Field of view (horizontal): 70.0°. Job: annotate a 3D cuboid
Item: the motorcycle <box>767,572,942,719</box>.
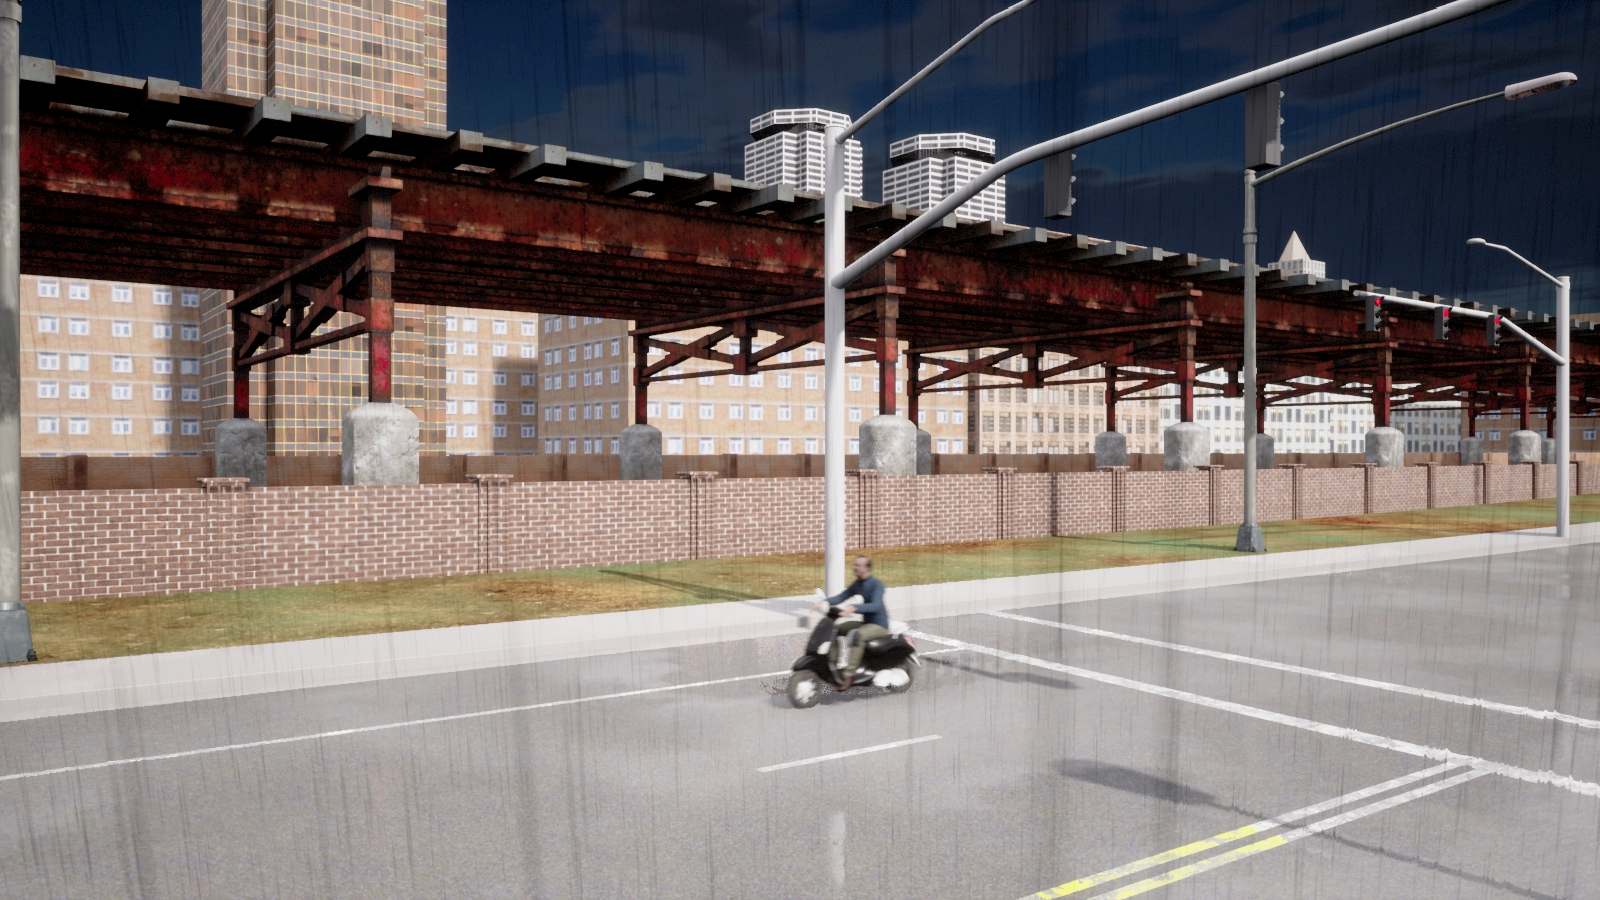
[{"bbox_3d":[0.618,2.129,12.777,1.805,1.341,0.856,0,0,-35],"label":"motorcycle"}]
